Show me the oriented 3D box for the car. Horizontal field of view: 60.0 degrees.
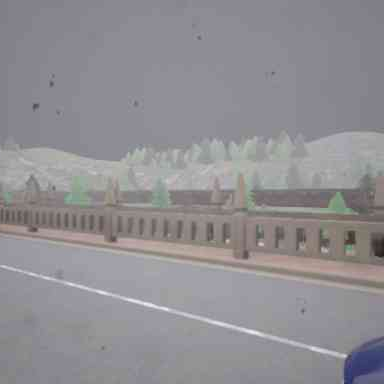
[{"bbox_3d":[3.271,1.524,1.659,4.674,1.442,1.812,0,0,36],"label":"car"}]
